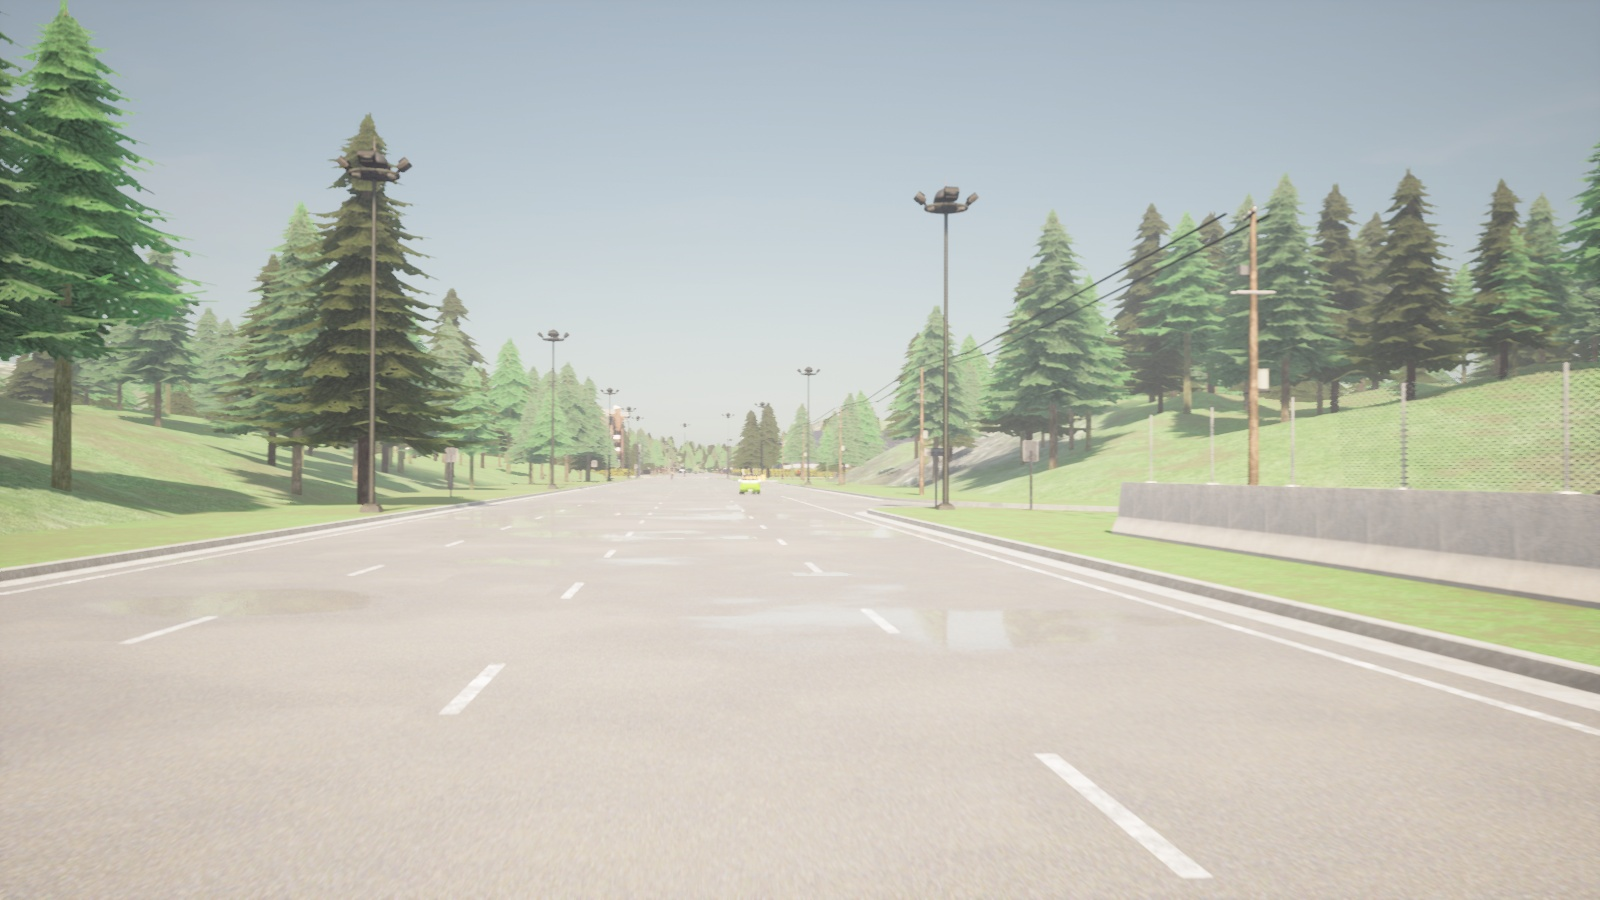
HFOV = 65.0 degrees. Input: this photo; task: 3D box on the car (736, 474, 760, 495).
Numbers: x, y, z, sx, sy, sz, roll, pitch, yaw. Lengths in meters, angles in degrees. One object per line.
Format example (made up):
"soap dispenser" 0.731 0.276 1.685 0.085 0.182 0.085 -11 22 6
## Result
"car" -3.411 2.273 82.880 1.481 1.376 2.207 0 -1 -5
